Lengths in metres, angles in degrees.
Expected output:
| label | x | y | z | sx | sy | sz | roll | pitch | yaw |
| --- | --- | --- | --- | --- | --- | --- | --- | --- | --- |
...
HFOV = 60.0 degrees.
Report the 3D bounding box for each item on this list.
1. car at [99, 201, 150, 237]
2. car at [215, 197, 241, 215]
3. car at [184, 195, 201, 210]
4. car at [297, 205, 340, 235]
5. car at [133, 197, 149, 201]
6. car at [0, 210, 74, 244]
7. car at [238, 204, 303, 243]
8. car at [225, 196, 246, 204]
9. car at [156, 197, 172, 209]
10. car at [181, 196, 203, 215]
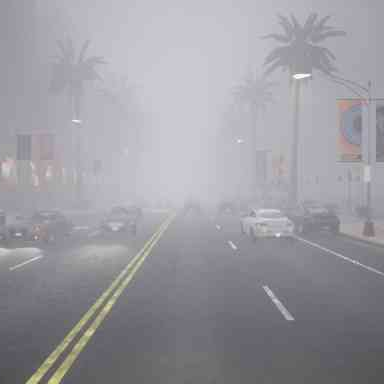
| label | x | y | z | sx | sy | sz | roll | pitch | yaw |
| --- | --- | --- | --- | --- | --- | --- | --- | --- | --- |
| car | -3.649 | 1.491 | 18.231 | 2.128 | 1.511 | 4.902 | 0 | 0 | 0 |
| car | 3.504 | 1.502 | 34.468 | 1.837 | 1.490 | 4.892 | 0 | -1 | 0 |
| car | -0.019 | 1.351 | 44.297 | 2.097 | 1.767 | 4.553 | 0 | 0 | -1 |
| car | 6.536 | 1.480 | 18.593 | 2.231 | 1.521 | 4.892 | 0 | 0 | 0 |
| car | -7.219 | 1.503 | 47.976 | 1.837 | 1.490 | 4.892 | 0 | 0 | 0 |
| car | -7.142 | 1.563 | 15.662 | 1.994 | 1.385 | 4.181 | 0 | 0 | 0 |
| car | 3.553 | 1.525 | 16.057 | 1.812 | 1.442 | 4.674 | 0 | 0 | 0 |
| car | 6.464 | 1.353 | 47.968 | 2.185 | 1.767 | 4.553 | 0 | 0 | 0 |
| car | -3.717 | 1.490 | 45.153 | 2.128 | 1.511 | 4.902 | 0 | 0 | 0 |
| car | 0.002 | 1.504 | 34.298 | 1.837 | 1.490 | 4.892 | 0 | 0 | 0 |
